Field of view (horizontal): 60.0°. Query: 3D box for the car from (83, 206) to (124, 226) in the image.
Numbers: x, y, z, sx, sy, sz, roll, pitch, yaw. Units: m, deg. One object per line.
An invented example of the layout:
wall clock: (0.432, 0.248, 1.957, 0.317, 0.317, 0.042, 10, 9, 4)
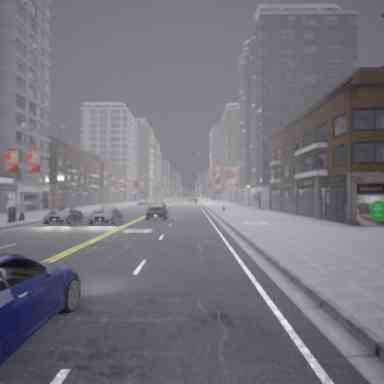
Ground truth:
car: (-6.590, 1.802, 25.727, 1.994, 1.385, 4.181, 0, -1, 0)

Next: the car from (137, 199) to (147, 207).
car: (-9.734, 2.133, 66.275, 1.812, 1.442, 4.674, 0, 0, 0)

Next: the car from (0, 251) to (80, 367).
car: (-3.155, 1.570, 4.793, 1.812, 1.442, 4.674, 0, 0, 0)

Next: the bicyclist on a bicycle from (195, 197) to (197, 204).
bicyclist on a bicycle: (0.916, 2.152, 75.332, 0.582, 1.620, 1.656, 0, -1, 0)

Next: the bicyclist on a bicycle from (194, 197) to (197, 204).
bicyclist on a bicycle: (0.917, 2.153, 84.328, 0.659, 1.776, 1.843, 0, 0, 0)

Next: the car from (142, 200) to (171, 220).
car: (-3.141, 1.793, 31.097, 1.837, 1.490, 4.892, 0, 0, 0)

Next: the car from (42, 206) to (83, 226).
car: (-9.840, 1.802, 25.738, 1.994, 1.385, 4.181, 0, -1, 0)
